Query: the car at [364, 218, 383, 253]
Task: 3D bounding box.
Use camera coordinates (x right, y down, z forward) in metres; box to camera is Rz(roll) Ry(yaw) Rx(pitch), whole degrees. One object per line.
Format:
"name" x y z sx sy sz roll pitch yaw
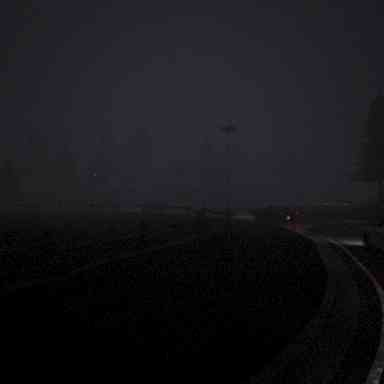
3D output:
"car" 7.451 1.540 11.610 1.812 1.442 4.674 -1 -1 15

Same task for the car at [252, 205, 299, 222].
"car" 6.799 1.725 27.741 1.895 1.301 4.718 0 0 -17

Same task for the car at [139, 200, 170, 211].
"car" -5.462 1.869 47.641 4.892 1.490 1.837 0 0 35

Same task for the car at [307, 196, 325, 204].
"car" 27.150 1.708 71.736 5.008 1.535 1.882 0 0 -19

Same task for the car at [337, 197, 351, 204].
"car" 31.731 1.703 65.888 4.181 1.385 1.994 0 0 -19

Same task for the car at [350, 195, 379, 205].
"car" 32.815 1.715 62.560 4.718 1.301 1.895 0 0 -19

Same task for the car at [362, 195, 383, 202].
"car" 42.058 1.428 76.734 5.008 1.535 1.882 0 0 -19

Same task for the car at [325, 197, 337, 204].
"car" 30.619 1.735 69.207 4.181 1.385 1.994 0 0 -19
